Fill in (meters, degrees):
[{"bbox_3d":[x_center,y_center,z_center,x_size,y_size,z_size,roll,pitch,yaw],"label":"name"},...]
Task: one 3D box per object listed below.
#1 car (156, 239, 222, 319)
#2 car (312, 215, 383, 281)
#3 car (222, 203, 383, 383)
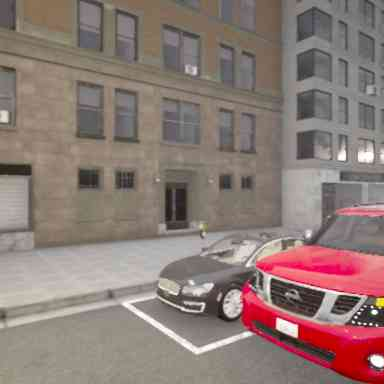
[{"bbox_3d":[1.336,1.558,7.140,4.403,1.369,2.008,0,0,-35],"label":"car"},{"bbox_3d":[5.963,1.561,10.437,4.507,1.381,1.887,0,0,-35],"label":"car"},{"bbox_3d":[3.364,1.230,5.465,5.566,2.045,2.150,0,0,-35],"label":"car"}]
